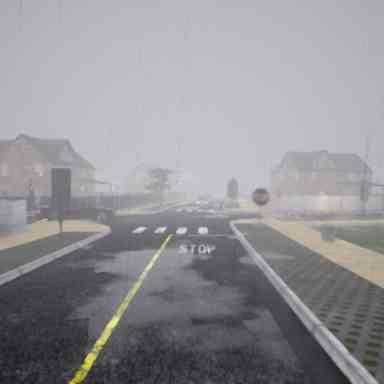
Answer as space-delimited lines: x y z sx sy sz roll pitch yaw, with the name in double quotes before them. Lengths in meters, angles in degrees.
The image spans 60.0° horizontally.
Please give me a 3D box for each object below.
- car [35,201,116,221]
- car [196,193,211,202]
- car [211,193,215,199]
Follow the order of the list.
"car" -8.154 1.322 23.694 5.357 1.411 2.033 1 0 -14
"car" 1.957 1.146 64.399 1.994 1.385 4.181 0 0 9
"car" 4.393 0.899 79.449 2.033 1.411 5.357 0 0 10
